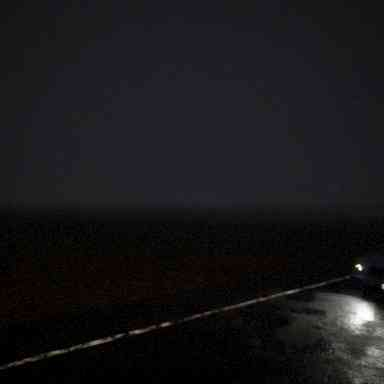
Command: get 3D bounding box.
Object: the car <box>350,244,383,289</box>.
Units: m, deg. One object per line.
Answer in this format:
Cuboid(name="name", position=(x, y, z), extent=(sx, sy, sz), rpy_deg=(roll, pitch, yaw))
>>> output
Cuboid(name="car", position=(6.256, 1.622, 8.452), extent=(5.357, 1.411, 2.033), rpy_deg=(1, 0, -35))
